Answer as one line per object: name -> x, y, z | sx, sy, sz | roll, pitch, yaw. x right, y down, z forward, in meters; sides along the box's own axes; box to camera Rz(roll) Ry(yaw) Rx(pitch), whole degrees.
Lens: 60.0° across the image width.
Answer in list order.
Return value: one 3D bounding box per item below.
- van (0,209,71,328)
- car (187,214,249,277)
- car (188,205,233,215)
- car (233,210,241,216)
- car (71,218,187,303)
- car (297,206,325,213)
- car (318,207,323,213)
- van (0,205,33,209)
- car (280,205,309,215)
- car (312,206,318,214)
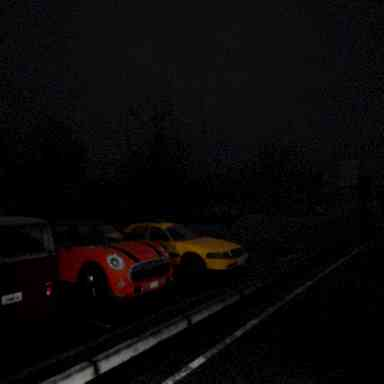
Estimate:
van -> -4.513, 1.409, 6.348 | 4.442, 1.987, 1.878 | -2, -1, 36
car -> -0.798, 1.674, 11.010 | 5.366, 1.575, 1.946 | -2, -1, 36
car -> 1.589, 2.417, 35.664 | 4.674, 1.452, 2.002 | -2, -2, 36
car -> 3.399, 2.338, 38.272 | 4.553, 1.767, 2.185 | -2, -2, 36
car -> -2.674, 1.526, 8.766 | 4.553, 1.767, 2.185 | -2, -1, 36
car -> 23.487, 3.430, 65.724 | 4.674, 1.452, 2.002 | -2, -2, 36
car -> 21.625, 3.304, 63.188 | 5.008, 1.535, 2.097 | -2, -2, 36
van -> -10.452, 1.722, 18.720 | 4.442, 1.987, 1.878 | -2, -1, 36
car -> 17.771, 3.165, 57.894 | 4.674, 1.452, 2.002 | -2, -2, 36
car -> 19.704, 3.216, 60.539 | 4.892, 1.521, 2.231 | -2, -2, 36
